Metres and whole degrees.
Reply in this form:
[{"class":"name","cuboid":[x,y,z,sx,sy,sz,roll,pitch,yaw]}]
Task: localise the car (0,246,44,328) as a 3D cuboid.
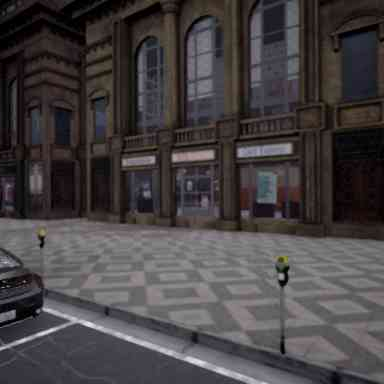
[{"class":"car","cuboid":[-4.497,1.615,6.160,4.403,1.369,2.008,-1,0,35]}]
